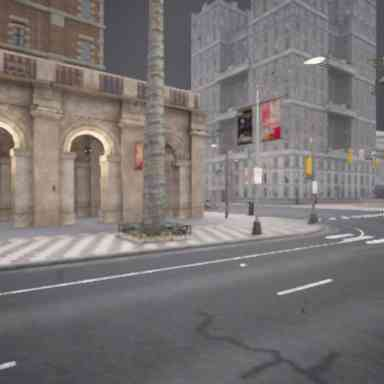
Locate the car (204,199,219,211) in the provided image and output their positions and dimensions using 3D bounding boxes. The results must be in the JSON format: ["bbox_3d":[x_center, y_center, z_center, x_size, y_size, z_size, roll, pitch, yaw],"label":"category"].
[{"bbox_3d":[1.595,1.623,43.667,1.812,1.442,4.674,0,0,-36],"label":"car"}]
